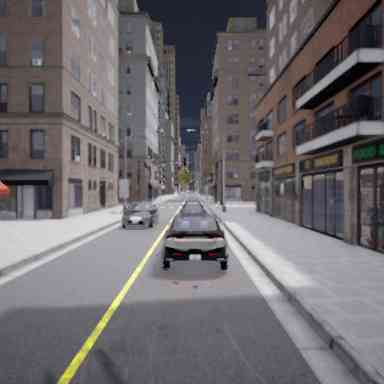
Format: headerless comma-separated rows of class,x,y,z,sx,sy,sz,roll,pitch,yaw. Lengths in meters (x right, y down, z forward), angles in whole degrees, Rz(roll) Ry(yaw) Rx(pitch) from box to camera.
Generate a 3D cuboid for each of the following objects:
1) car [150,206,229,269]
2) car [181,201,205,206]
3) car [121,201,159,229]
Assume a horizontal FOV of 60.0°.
car,0.088,1.416,10.817,2.128,1.511,4.902,0,1,0
car,0.086,1.382,26.482,1.994,1.385,4.181,0,0,0
car,-3.100,1.348,20.684,2.128,1.511,4.902,0,0,0
